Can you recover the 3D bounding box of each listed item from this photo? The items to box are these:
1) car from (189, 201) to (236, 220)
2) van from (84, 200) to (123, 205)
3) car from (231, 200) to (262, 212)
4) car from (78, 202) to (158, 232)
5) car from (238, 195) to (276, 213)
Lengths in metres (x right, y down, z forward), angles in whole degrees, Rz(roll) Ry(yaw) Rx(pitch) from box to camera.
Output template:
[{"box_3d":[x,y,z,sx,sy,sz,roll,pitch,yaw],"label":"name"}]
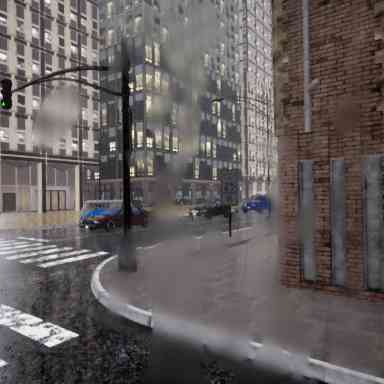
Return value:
[{"box_3d":[1.636,1.578,29.603,2.128,1.511,4.902,-1,-1,36],"label":"car"},{"box_3d":[-5.963,1.460,23.450,1.690,1.788,3.998,-2,-1,36],"label":"van"},{"box_3d":[6.871,1.689,41.360,1.752,1.417,4.829,-2,-1,36],"label":"car"},{"box_3d":[-4.446,1.614,21.115,2.033,1.411,5.357,-1,-1,36],"label":"car"},{"box_3d":[7.727,1.329,38.097,2.150,2.045,5.566,-1,-1,36],"label":"car"}]
